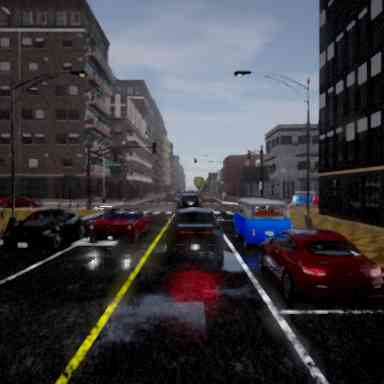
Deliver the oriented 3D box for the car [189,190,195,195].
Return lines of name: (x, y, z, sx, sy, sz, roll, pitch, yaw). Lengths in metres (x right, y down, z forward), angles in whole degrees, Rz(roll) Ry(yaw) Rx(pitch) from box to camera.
car: (0.004, 0.152, 94.899, 1.882, 1.535, 5.008, 0, 1, 0)

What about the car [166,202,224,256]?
car: (0.101, 1.336, 12.305, 1.837, 1.490, 4.892, 0, 1, 0)

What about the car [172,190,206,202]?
car: (-0.328, 0.952, 28.883, 2.097, 1.767, 4.553, 0, 1, -6)

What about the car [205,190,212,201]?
car: (2.695, 0.754, 58.265, 1.752, 1.417, 4.829, 0, 1, 0)

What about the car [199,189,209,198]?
car: (2.697, 0.340, 74.708, 2.192, 1.841, 5.009, 0, 1, 0)

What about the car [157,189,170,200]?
car: (-5.686, 0.689, 63.463, 1.752, 1.417, 4.829, 0, 1, 0)

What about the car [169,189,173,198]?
car: (-5.684, 0.340, 74.708, 2.192, 1.841, 5.009, 0, 1, 0)

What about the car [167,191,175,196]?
car: (-5.685, 0.354, 91.157, 1.752, 1.417, 4.829, 0, 1, 0)

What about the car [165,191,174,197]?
car: (-5.685, 0.442, 85.788, 2.008, 1.369, 4.403, 0, 1, 0)

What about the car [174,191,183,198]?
car: (-2.998, 0.541, 75.385, 1.812, 1.442, 4.674, 0, 1, 0)

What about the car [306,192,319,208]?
car: (14.924, 0.884, 34.199, 5.009, 1.841, 2.192, 0, 0, 0)

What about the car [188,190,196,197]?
car: (0.003, 0.258, 84.863, 2.097, 1.767, 4.553, 0, 1, 0)

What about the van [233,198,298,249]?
van: (2.662, 1.157, 13.309, 1.690, 1.788, 3.998, 0, 1, 0)

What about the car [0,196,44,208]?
car: (-17.464, 1.059, 34.122, 4.206, 1.307, 1.802, 0, 0, 0)

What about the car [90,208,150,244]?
car: (-3.085, 1.396, 14.767, 1.895, 1.301, 4.718, 0, 1, 0)

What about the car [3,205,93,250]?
car: (-5.686, 1.380, 13.338, 1.947, 1.339, 4.313, 0, 1, 0)

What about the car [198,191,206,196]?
car: (2.696, 0.378, 91.328, 2.008, 1.369, 4.403, 0, 1, 0)

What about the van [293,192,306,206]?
van: (14.902, 0.836, 42.578, 3.998, 1.788, 1.690, 0, 0, 0)

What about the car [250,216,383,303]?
car: (2.661, 1.475, 7.624, 1.802, 1.307, 4.206, 0, 1, 0)
